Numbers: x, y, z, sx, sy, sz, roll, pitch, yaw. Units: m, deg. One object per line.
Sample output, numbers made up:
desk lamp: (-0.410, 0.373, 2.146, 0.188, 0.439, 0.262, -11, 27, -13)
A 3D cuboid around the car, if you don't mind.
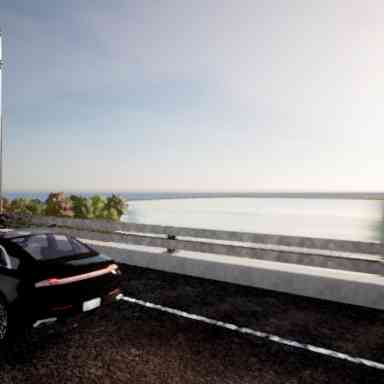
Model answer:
car: (-3.497, 1.497, 6.501, 4.902, 1.511, 2.128, 0, 0, 36)
